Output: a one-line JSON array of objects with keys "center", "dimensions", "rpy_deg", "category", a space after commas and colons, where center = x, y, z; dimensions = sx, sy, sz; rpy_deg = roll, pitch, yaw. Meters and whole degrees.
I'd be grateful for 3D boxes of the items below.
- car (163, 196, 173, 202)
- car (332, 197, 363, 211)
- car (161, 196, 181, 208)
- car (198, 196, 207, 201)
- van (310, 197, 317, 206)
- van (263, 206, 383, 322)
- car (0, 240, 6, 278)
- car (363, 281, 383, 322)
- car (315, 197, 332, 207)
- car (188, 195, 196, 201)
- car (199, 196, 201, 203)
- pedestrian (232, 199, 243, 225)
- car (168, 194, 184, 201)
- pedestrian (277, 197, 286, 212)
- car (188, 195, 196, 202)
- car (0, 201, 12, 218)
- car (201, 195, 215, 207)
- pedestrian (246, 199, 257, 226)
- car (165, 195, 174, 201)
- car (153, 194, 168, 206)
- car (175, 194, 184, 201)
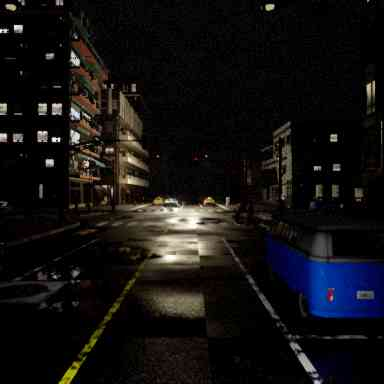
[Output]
[{"center": [-5.705, 1.628, 79.432], "dimensions": [2.008, 1.369, 4.403], "rpy_deg": [0, 0, 0], "category": "car"}, {"center": [14.917, 1.357, 27.846], "dimensions": [5.009, 1.841, 2.192], "rpy_deg": [0, 0, 0], "category": "car"}, {"center": [-3.103, 1.631, 49.145], "dimensions": [1.895, 1.301, 4.718], "rpy_deg": [0, 0, 0], "category": "car"}, {"center": [2.675, 1.639, 84.973], "dimensions": [2.008, 1.369, 4.403], "rpy_deg": [0, 0, 0], "category": "car"}, {"center": [14.892, 1.424, 36.225], "dimensions": [3.998, 1.788, 1.690], "rpy_deg": [0, 0, 0], "category": "van"}, {"center": [2.659, 1.342, 6.951], "dimensions": [1.690, 1.788, 3.998], "rpy_deg": [0, 0, 0], "category": "van"}, {"center": [-5.689, 1.567, 6.975], "dimensions": [1.947, 1.339, 4.313], "rpy_deg": [0, 0, 0], "category": "car"}, {"center": [2.660, 1.582, 1.262], "dimensions": [1.802, 1.307, 4.206], "rpy_deg": [0, 0, 0], "category": "car"}, {"center": [15.545, 1.550, 33.635], "dimensions": [5.008, 1.535, 1.882], "rpy_deg": [0, 0, 0], "category": "car"}, {"center": [-0.018, 1.462, 88.547], "dimensions": [1.882, 1.535, 5.008], "rpy_deg": [0, 0, 0], "category": "car"}, {"center": [2.679, 1.630, 62.817], "dimensions": [1.802, 1.307, 4.206], "rpy_deg": [0, 0, 0], "category": "car"}, {"center": [3.092, 1.300, 22.243], "dimensions": [0.375, 1.860, 0.375], "rpy_deg": [0, 0, 0], "category": "pedestrian"}, {"center": [-3.049, 1.599, 64.756], "dimensions": [2.033, 1.411, 5.357], "rpy_deg": [0, 0, 1], "category": "car"}, {"center": [5.632, 1.147, 21.044], "dimensions": [0.375, 1.860, 0.375], "rpy_deg": [0, 0, 0], "category": "pedestrian"}, {"center": [-0.016, 1.614, 78.127], "dimensions": [2.033, 1.411, 5.357], "rpy_deg": [0, 0, 0], "category": "car"}, {"center": [-17.472, 1.533, 27.759], "dimensions": [4.206, 1.307, 1.802], "rpy_deg": [0, 0, 0], "category": "car"}, {"center": [2.682, 1.560, 51.908], "dimensions": [1.752, 1.417, 4.829], "rpy_deg": [0, 0, 0], "category": "car"}, {"center": [3.831, 1.300, 21.688], "dimensions": [0.375, 1.860, 0.375], "rpy_deg": [0, 0, 0], "category": "pedestrian"}, {"center": [-5.706, 1.613, 84.801], "dimensions": [1.752, 1.417, 4.829], "rpy_deg": [0, 0, 0], "category": "car"}, {"center": [-5.700, 1.566, 57.105], "dimensions": [1.752, 1.417, 4.829], "rpy_deg": [0, 0, 0], "category": "car"}, {"center": [-3.017, 1.353, 80.705], "dimensions": [2.097, 1.767, 4.553], "rpy_deg": [0, 0, 0], "category": "car"}]
